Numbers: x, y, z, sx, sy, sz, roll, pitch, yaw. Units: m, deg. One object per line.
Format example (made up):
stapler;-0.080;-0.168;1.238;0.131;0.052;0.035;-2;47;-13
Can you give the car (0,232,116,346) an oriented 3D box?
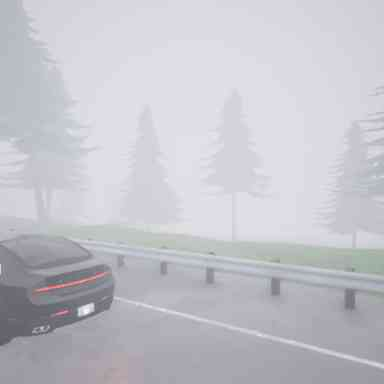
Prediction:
car;-3.597;1.531;6.353;4.892;1.490;1.837;0;0;34
